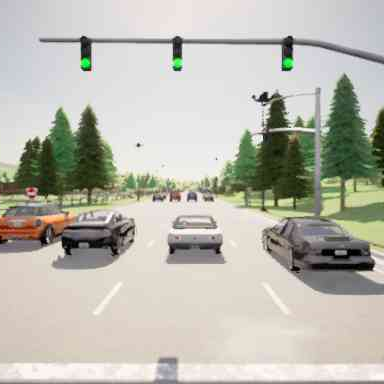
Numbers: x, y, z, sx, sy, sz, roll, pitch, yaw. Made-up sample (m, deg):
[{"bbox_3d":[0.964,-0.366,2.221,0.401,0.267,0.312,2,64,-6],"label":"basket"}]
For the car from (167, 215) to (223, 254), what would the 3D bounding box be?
[{"bbox_3d":[0.105,1.550,13.304,1.895,1.301,4.718,0,0,0],"label":"car"}]

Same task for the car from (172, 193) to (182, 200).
[{"bbox_3d":[-3.470,1.061,78.805,2.128,1.511,4.902,0,0,0],"label":"car"}]

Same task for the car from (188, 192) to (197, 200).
[{"bbox_3d":[0.030,0.891,78.773,2.097,1.767,4.553,0,0,0],"label":"car"}]

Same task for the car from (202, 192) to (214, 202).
[{"bbox_3d":[3.526,1.246,68.383,2.128,1.511,4.902,0,0,0],"label":"car"}]

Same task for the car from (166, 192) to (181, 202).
[{"bbox_3d":[-3.474,0.962,68.415,2.150,2.045,5.566,0,0,0],"label":"car"}]

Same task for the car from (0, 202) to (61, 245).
[{"bbox_3d":[-6.894,1.294,15.293,2.097,1.767,4.553,0,0,0],"label":"car"}]

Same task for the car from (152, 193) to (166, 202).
[{"bbox_3d":[-6.974,1.089,68.774,2.097,1.767,4.553,0,0,0],"label":"car"}]

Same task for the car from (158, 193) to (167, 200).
[{"bbox_3d":[-6.970,1.036,78.807,1.837,1.490,4.892,0,0,0],"label":"car"}]

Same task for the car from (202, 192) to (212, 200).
[{"bbox_3d":[3.530,0.892,78.772,2.097,1.767,4.553,0,0,0],"label":"car"}]

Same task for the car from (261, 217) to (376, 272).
[{"bbox_3d":[3.604,1.507,10.554,2.033,1.411,5.357,0,0,0],"label":"car"}]

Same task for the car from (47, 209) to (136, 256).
[{"bbox_3d":[-3.395,1.442,12.868,2.128,1.511,4.902,0,0,0],"label":"car"}]

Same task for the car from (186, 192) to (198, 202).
[{"bbox_3d":[0.026,0.962,68.414,2.150,2.045,5.566,0,0,0],"label":"car"}]
